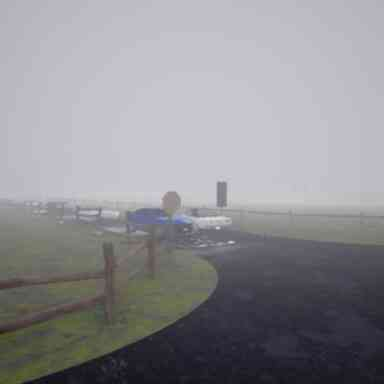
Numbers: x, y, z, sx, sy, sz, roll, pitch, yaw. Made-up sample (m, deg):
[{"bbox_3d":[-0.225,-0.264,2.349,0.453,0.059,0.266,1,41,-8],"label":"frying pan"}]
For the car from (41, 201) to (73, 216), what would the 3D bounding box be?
[{"bbox_3d":[-13.593,1.609,34.273,2.033,1.411,5.357,0,0,-36],"label":"car"}]

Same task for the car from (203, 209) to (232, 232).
[{"bbox_3d":[0.189,1.678,20.111,1.895,1.301,4.718,0,0,-35],"label":"car"}]

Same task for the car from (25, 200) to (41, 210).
[{"bbox_3d":[-21.017,1.664,44.518,1.895,1.301,4.718,0,0,-36],"label":"car"}]

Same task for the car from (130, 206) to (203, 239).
[{"bbox_3d":[-1.808,1.550,18.216,1.882,1.535,5.008,0,0,-37],"label":"car"}]

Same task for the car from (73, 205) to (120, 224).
[{"bbox_3d":[-7.325,1.666,25.710,1.895,1.301,4.718,0,0,-36],"label":"car"}]
